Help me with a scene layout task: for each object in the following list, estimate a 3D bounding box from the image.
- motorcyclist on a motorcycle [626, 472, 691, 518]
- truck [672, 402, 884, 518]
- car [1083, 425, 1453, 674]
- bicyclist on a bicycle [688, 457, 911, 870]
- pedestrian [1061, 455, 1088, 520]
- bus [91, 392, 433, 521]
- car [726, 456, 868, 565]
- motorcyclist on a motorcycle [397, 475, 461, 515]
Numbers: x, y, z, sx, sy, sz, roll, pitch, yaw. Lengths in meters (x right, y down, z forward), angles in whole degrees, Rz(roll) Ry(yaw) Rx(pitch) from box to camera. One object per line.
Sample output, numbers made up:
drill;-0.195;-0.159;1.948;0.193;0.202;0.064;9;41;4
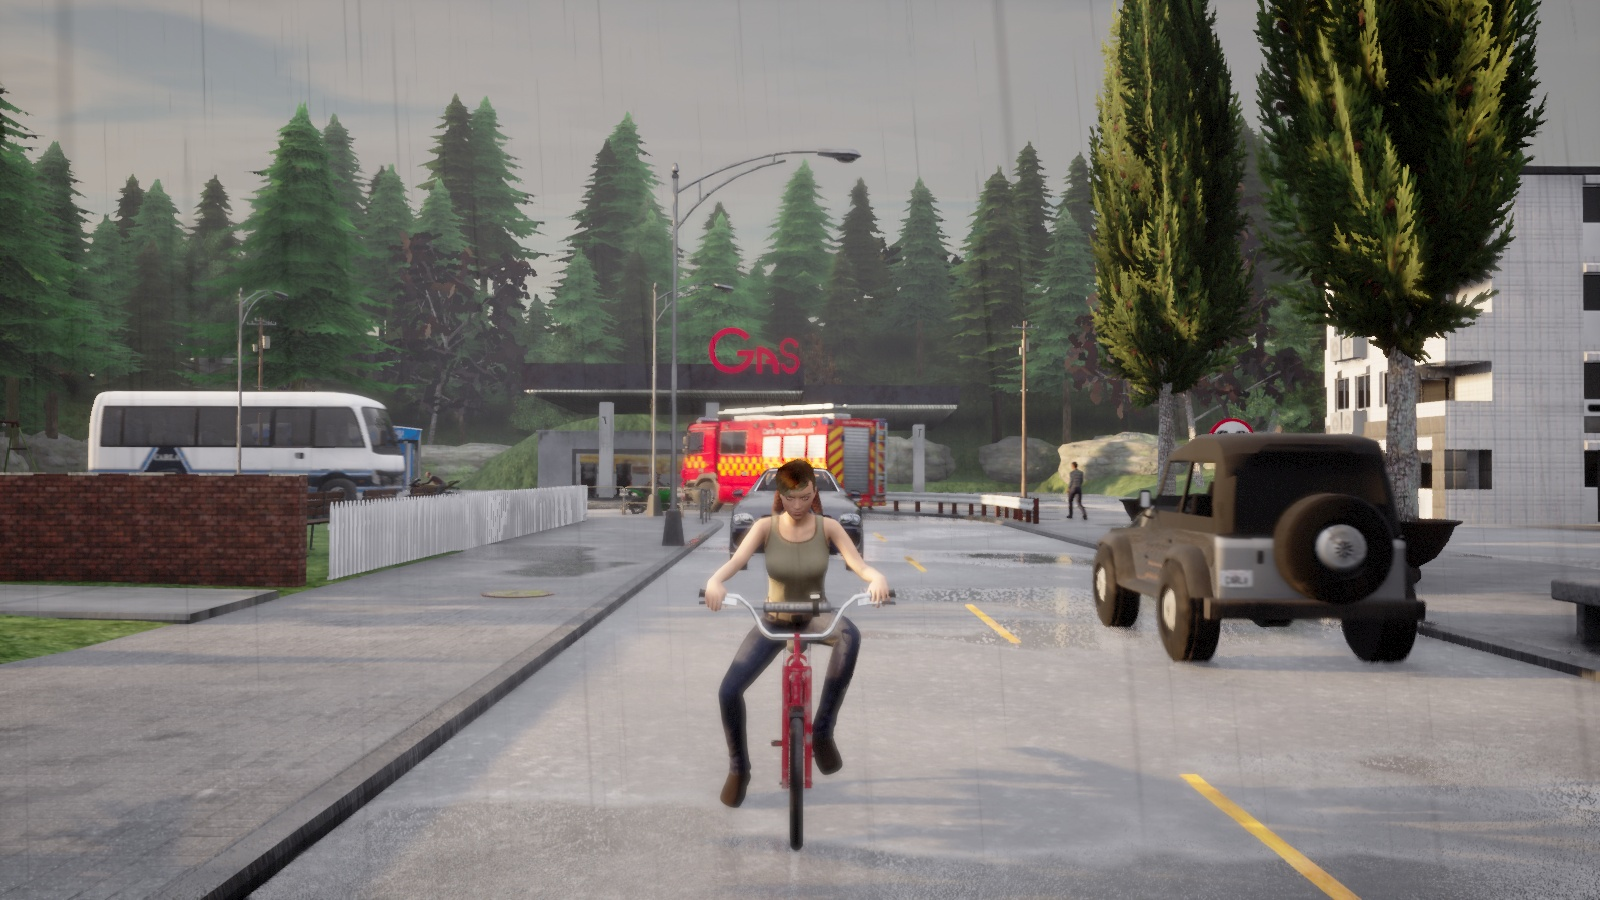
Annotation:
motorcyclist on a motorcycle;-4.859;1.539;43.070;2.044;1.523;0.797;-1;1;21
truck;-0.992;0.419;45.570;2.891;3.827;8.468;1;-1;-41
car;3.976;0.786;11.439;1.905;1.878;3.866;0;-1;0
bicyclist on a bicycle;-0.007;0.846;5.678;0.866;1.612;1.509;0;-1;0
pedestrian;8.403;1.134;38.432;0.423;1.949;0.788;0;-1;-24
bus;-18.572;0.250;44.011;10.273;4.253;3.944;0;-1;0
car;-0.043;0.955;21.602;2.152;1.651;5.027;0;-1;0
motorcyclist on a motorcycle;-14.183;1.711;48.033;2.191;1.530;0.866;0;-1;-1
